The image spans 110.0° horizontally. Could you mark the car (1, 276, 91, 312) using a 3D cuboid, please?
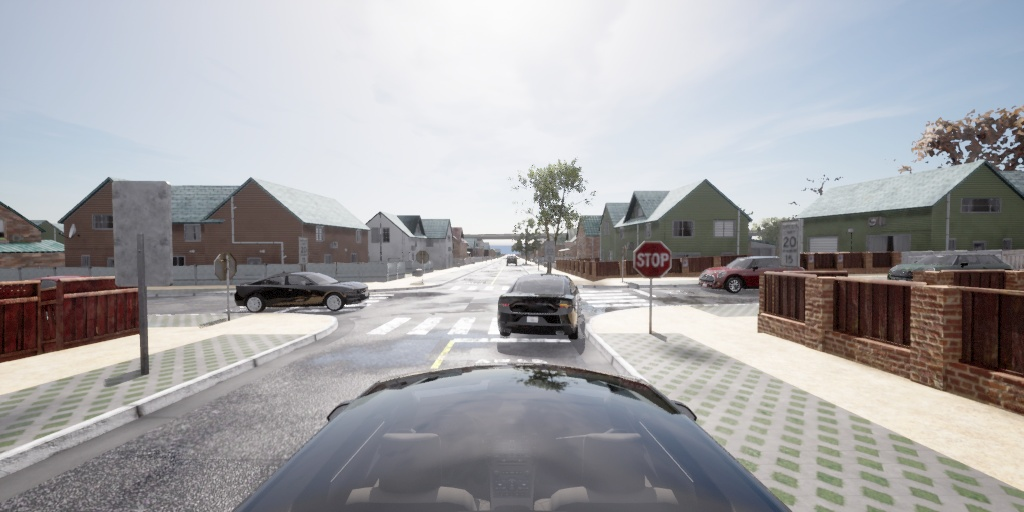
[{"bbox_3d":[-18.025,1.547,14.627,5.008,1.535,1.882,-1,2,0],"label":"car"}]

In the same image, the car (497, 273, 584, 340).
[{"bbox_3d":[0.955,1.224,10.169,1.882,1.535,5.008,0,0,12],"label":"car"}]

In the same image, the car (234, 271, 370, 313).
[{"bbox_3d":[-8.473,1.377,14.692,5.008,1.535,1.882,-1,2,0],"label":"car"}]

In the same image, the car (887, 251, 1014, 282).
[{"bbox_3d":[21.696,0.645,17.857,4.553,1.767,2.097,-1,2,0],"label":"car"}]

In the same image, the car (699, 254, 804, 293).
[{"bbox_3d":[11.801,0.820,17.782,4.553,1.767,2.097,-1,2,0],"label":"car"}]
